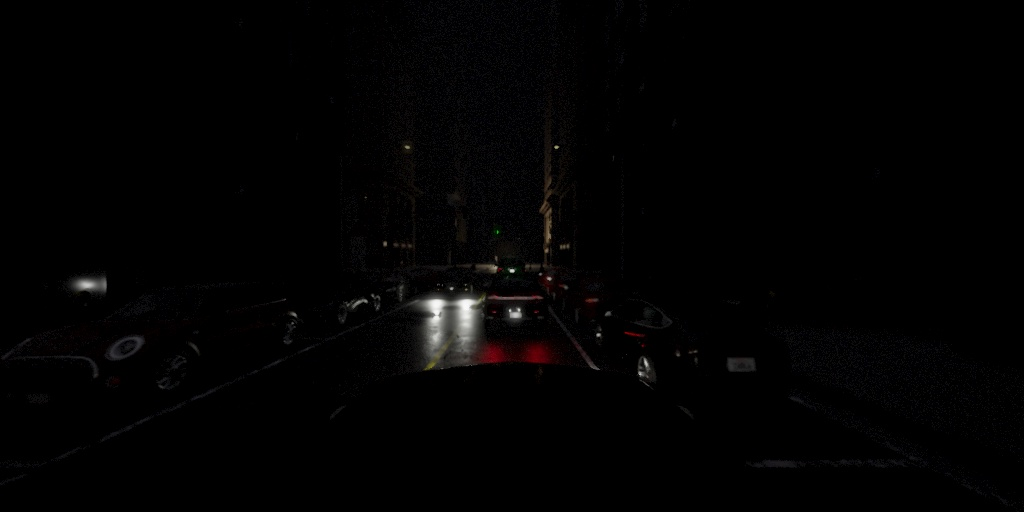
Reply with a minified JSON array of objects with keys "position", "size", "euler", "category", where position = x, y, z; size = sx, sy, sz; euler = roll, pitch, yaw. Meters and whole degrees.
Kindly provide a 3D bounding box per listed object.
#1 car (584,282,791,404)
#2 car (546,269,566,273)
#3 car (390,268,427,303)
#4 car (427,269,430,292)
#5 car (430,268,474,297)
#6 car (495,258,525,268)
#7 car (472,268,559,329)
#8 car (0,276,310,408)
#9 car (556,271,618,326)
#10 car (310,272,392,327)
[{"position":[2.757,1.353,6.363],"size":[1.948,1.339,4.313],"euler":[0,0,0],"category":"car"},{"position":[2.744,1.421,17.372],"size":[1.888,1.381,4.507],"euler":[0,0,0],"category":"car"},{"position":[-5.781,1.428,17.363],"size":[2.007,1.370,4.403],"euler":[0,0,0],"category":"car"},{"position":[-5.788,1.467,22.868],"size":[1.888,1.381,4.507],"euler":[0,0,0],"category":"car"},{"position":[-3.023,1.421,20.318],"size":[1.837,1.490,4.892],"euler":[0,-1,0],"category":"car"},{"position":[-0.116,1.181,27.538],"size":[2.150,2.045,5.566],"euler":[0,-1,-3],"category":"car"},{"position":[0.089,1.323,11.672],"size":[2.128,1.511,4.902],"euler":[0,0,0],"category":"car"},{"position":[-5.769,1.227,6.353],"size":[1.967,1.591,4.097],"euler":[0,0,0],"category":"car"},{"position":[2.751,1.377,11.867],"size":[1.888,1.381,4.507],"euler":[0,0,0],"category":"car"},{"position":[-5.775,1.398,11.858],"size":[1.948,1.339,4.313],"euler":[0,0,0],"category":"car"}]
